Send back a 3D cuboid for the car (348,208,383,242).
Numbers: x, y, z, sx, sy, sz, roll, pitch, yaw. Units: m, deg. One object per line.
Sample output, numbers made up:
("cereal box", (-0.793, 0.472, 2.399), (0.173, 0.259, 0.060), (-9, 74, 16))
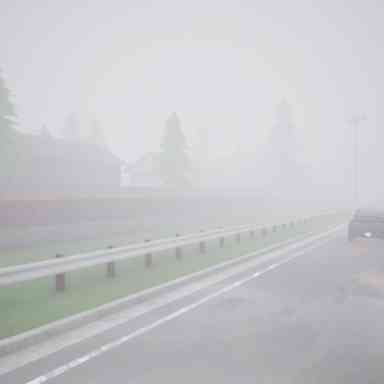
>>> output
("car", (8.756, 1.521, 15.888), (1.837, 1.490, 4.892), (0, 0, 35))
